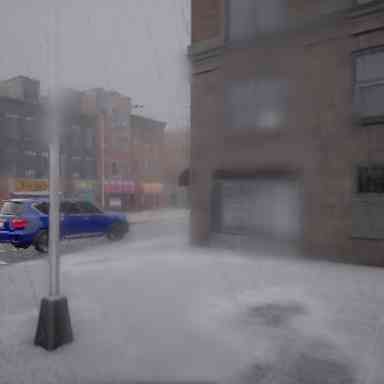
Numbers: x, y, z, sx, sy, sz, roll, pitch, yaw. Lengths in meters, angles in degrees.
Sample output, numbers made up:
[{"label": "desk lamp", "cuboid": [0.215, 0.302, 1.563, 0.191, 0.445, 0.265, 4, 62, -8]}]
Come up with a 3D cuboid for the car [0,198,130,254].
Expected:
[{"label": "car", "cuboid": [-5.208, 1.275, 14.137, 2.150, 2.045, 5.566, 0, 0, 38]}]
